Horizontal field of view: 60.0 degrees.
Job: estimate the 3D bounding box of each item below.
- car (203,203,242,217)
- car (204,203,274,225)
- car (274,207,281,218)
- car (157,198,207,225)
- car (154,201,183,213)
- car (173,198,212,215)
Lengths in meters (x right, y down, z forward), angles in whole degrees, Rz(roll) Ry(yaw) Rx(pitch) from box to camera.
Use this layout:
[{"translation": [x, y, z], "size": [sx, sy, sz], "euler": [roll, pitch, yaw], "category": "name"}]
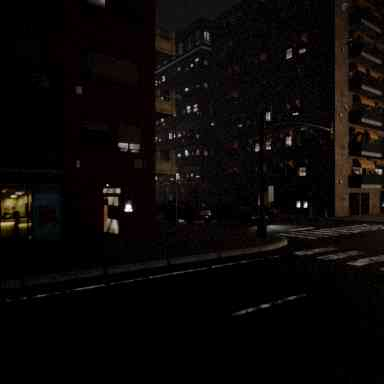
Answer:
[{"translation": [3.310, 1.899, 36.639], "size": [1.947, 1.339, 4.313], "euler": [-1, 0, -36], "category": "car"}, {"translation": [3.580, 1.779, 26.346], "size": [2.033, 1.411, 5.357], "euler": [0, -1, -34], "category": "car"}, {"translation": [6.605, 1.844, 32.151], "size": [1.802, 1.307, 4.206], "euler": [-1, 0, -36], "category": "car"}, {"translation": [-0.390, 1.586, 27.061], "size": [2.192, 1.841, 5.009], "euler": [-1, 0, -36], "category": "car"}, {"translation": [-3.280, 2.025, 45.615], "size": [2.008, 1.369, 4.403], "euler": [-1, 0, -36], "category": "car"}, {"translation": [0.010, 1.718, 41.128], "size": [2.192, 1.841, 5.009], "euler": [-1, 0, -36], "category": "car"}]
